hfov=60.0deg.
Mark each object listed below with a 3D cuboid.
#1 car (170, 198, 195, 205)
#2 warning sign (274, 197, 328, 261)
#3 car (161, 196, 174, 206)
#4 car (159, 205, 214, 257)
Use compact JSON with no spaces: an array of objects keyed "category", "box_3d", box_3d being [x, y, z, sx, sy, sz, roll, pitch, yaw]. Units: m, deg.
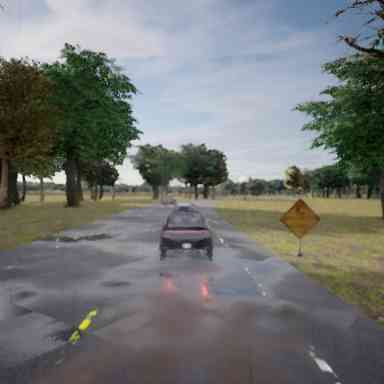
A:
[{"category":"car","box_3d":[-0.649,1.489,28.969,1.812,1.442,4.674,0,0,-1]},{"category":"warning sign","box_3d":[3.348,1.116,10.351,1.300,1.860,1.060,0,0,-2]},{"category":"car","box_3d":[-3.714,1.433,53.080,1.837,1.490,4.892,0,0,4]},{"category":"car","box_3d":[-0.223,1.492,13.015,2.128,1.511,4.902,0,0,-1]}]
